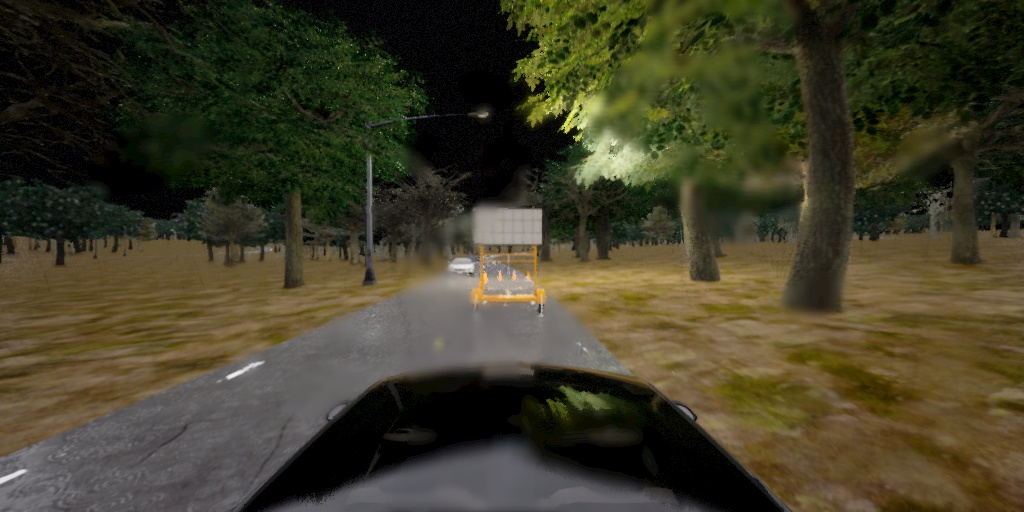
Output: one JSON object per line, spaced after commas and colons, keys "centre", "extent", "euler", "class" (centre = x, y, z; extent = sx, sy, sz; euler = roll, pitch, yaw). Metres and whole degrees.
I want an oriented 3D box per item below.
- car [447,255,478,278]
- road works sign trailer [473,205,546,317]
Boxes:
{"centre": [-3.938, 0.905, 28.793], "extent": [1.812, 1.442, 4.674], "euler": [0, 1, -3], "class": "car"}
{"centre": [-0.116, 0.061, 12.429], "extent": [2.380, 3.560, 2.880], "euler": [0, 0, -2], "class": "road works sign trailer"}
